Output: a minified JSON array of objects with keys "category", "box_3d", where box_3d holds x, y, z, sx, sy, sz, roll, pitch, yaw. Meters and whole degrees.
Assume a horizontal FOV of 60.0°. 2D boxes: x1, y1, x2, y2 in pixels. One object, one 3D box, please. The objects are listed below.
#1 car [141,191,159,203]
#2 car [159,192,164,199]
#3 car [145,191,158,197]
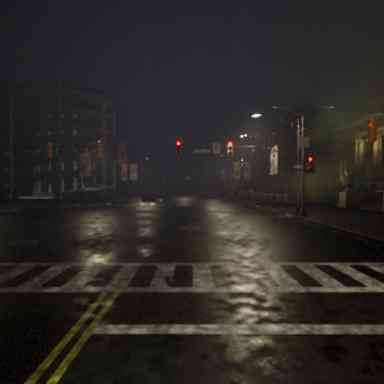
[{"category":"car","box_3d":[-6.959,0.874,53.449,1.882,1.535,5.008,0,1,0]},{"category":"car","box_3d":[-6.897,0.771,68.401,2.033,1.411,5.357,0,1,1]},{"category":"car","box_3d":[-10.209,0.532,83.718,1.882,1.535,5.008,0,1,-25]}]
